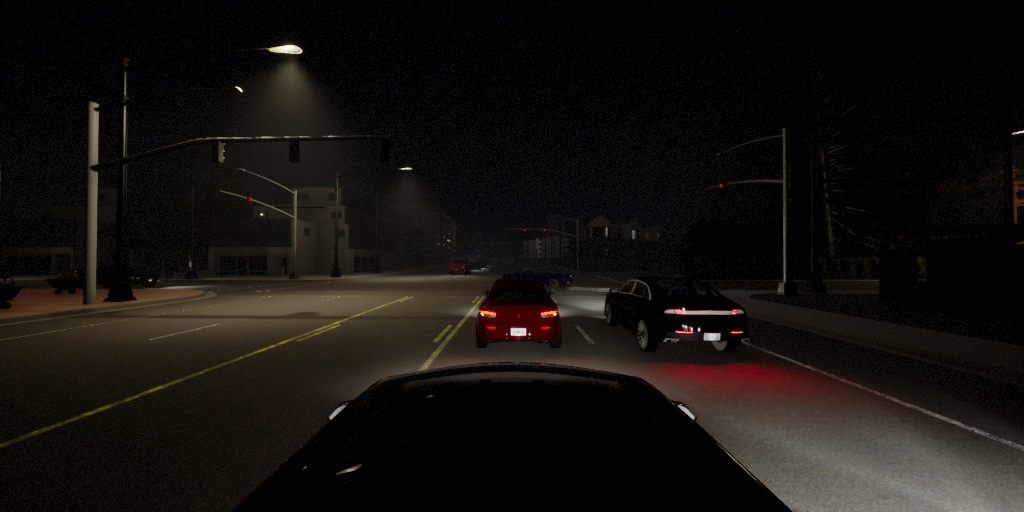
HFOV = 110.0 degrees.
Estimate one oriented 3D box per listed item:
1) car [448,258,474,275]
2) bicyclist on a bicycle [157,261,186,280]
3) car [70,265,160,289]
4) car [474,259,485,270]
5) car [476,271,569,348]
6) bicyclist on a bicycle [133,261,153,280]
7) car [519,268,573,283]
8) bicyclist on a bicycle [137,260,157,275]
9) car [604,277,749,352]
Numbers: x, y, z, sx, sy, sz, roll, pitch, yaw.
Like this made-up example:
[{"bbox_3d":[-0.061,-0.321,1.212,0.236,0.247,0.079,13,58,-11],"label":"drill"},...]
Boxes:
[{"bbox_3d":[-6.549,1.300,45.301,2.150,2.045,5.566,0,-1,1],"label":"car"},{"bbox_3d":[-29.288,1.231,31.026,1.656,1.620,0.582,1,-1,-22],"label":"bicyclist on a bicycle"},{"bbox_3d":[-25.857,1.332,23.292,4.892,1.490,1.837,0,-1,1],"label":"car"},{"bbox_3d":[-6.327,1.674,60.878,2.033,1.411,5.357,0,0,1],"label":"car"},{"bbox_3d":[0.165,1.288,9.140,1.812,1.442,4.674,0,0,1],"label":"car"},{"bbox_3d":[-32.653,1.245,31.746,1.656,1.620,0.582,0,0,19],"label":"bicyclist on a bicycle"},{"bbox_3d":[1.783,1.468,24.911,4.718,1.301,1.895,0,-1,29],"label":"car"},{"bbox_3d":[-31.230,1.178,31.222,1.656,1.620,0.582,18,9,-26],"label":"bicyclist on a bicycle"},{"bbox_3d":[3.655,1.250,8.895,2.128,1.511,4.902,0,0,1],"label":"car"}]
